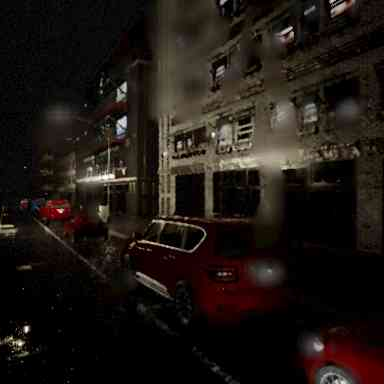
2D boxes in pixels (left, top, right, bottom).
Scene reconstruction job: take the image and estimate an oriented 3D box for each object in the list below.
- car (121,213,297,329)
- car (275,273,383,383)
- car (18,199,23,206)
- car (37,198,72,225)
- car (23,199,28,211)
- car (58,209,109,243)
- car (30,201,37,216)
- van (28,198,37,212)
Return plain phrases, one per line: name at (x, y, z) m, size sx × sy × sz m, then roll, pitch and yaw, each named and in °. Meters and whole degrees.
car at (0.014, 1.388, 7.275) m, size 2.192 × 1.841 × 5.009 m, roll -1°, pitch 0°, yaw -29°
car at (2.774, 1.602, 2.326) m, size 1.802 × 1.307 × 4.206 m, roll -1°, pitch 0°, yaw -29°
car at (-35.828, 2.200, 71.595) m, size 1.967 × 1.590 × 4.097 m, roll -1°, pitch 0°, yaw -29°
car at (-11.015, 1.599, 27.065) m, size 2.192 × 1.841 × 5.009 m, roll -1°, pitch 0°, yaw -29°
car at (-22.044, 1.810, 46.856) m, size 2.192 × 1.841 × 5.009 m, roll -1°, pitch 0°, yaw -29°
car at (-5.497, 1.760, 17.169) m, size 1.802 × 1.307 × 4.206 m, roll -1°, pitch 0°, yaw -29°
car at (-16.526, 1.971, 36.960) m, size 1.802 × 1.307 × 4.206 m, roll -1°, pitch 0°, yaw -29°
van at (-19.286, 1.783, 41.908) m, size 1.690 × 1.788 × 3.998 m, roll -1°, pitch 0°, yaw -29°
